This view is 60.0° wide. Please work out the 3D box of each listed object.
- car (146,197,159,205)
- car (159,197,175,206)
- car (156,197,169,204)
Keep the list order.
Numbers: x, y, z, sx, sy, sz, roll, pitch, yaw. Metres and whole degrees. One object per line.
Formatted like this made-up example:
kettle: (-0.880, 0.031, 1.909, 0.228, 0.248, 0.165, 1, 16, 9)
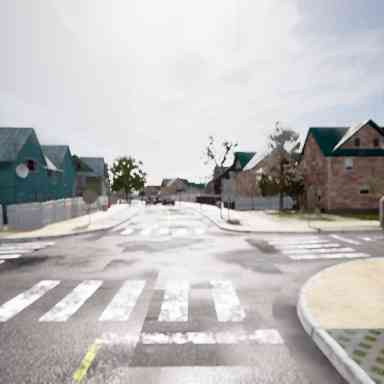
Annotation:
car: (-7.487, 1.633, 60.535, 1.812, 1.442, 4.674, 0, 0, -10)
car: (-4.010, 1.585, 56.901, 1.837, 1.490, 4.892, 0, 0, -10)
car: (-5.993, 1.764, 66.827, 1.895, 1.301, 4.718, 0, -1, -13)
